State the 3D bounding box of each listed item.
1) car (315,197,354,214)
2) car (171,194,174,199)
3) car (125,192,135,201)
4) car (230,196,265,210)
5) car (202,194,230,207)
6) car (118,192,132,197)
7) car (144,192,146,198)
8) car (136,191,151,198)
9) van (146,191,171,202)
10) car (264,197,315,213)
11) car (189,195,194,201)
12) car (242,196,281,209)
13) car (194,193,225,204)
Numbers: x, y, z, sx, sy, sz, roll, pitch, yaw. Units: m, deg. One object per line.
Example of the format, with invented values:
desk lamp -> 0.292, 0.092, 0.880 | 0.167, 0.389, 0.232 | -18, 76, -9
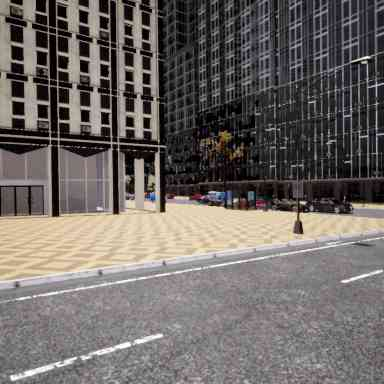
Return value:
car -> 14.001, 1.345, 34.059 | 1.837, 1.490, 4.892 | -1, 1, -35
car -> -5.453, 0.936, 72.456 | 1.802, 1.307, 4.206 | 0, 1, -35
car -> -12.351, 1.039, 67.697 | 2.008, 1.369, 4.403 | 0, 1, -35
car -> 6.926, 1.388, 39.569 | 1.802, 1.307, 4.206 | 0, 1, -35
car -> 3.746, 1.319, 44.280 | 1.947, 1.339, 4.313 | 0, 1, -35
car -> -18.366, 0.688, 91.166 | 2.008, 1.369, 4.403 | 0, 1, -35
car -> -8.682, 0.615, 77.131 | 2.192, 1.841, 5.009 | 0, 1, -35
car -> -11.910, 0.686, 81.810 | 1.967, 1.590, 4.097 | 0, 1, -35
van -> -5.894, 0.937, 58.339 | 1.690, 1.788, 3.998 | 0, 1, -35
car -> 10.140, 1.424, 34.879 | 1.947, 1.339, 4.313 | 0, 1, -35
car -> 1.003, 1.043, 63.100 | 1.802, 1.307, 4.206 | 0, 1, -35
car -> 8.652, 1.260, 41.812 | 1.837, 1.490, 4.892 | -1, 1, -34
car -> 2.813, 1.262, 50.289 | 1.895, 1.301, 4.718 | -1, 1, -35
